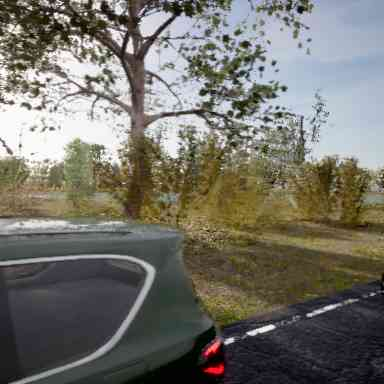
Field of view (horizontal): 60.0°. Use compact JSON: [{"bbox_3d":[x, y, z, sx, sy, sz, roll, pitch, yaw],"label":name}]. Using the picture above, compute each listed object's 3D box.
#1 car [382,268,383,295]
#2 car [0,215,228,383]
[{"bbox_3d":[6.042,1.529,7.266,4.902,1.511,2.128,0,0,-35],"label":"car"},{"bbox_3d":[-2.331,1.203,1.435,5.566,2.045,2.150,0,0,-35],"label":"car"}]
